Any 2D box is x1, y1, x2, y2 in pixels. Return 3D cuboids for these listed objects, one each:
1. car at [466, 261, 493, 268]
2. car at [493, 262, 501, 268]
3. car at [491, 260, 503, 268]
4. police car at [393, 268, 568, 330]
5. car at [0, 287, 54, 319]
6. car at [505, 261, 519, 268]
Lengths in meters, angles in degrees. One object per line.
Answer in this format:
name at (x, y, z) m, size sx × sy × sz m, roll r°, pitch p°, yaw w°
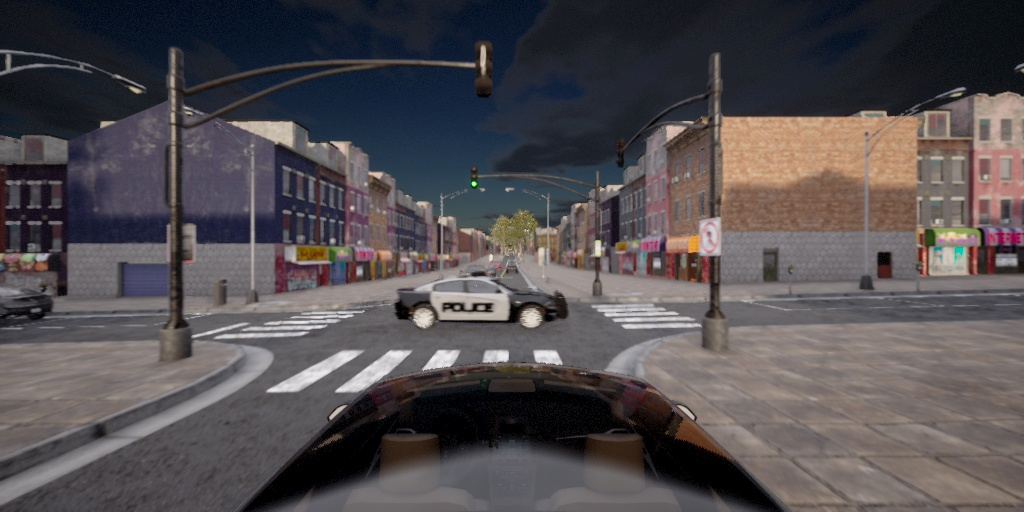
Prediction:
car at (-2.844, 1.468, 27.613) m, size 2.097 × 1.767 × 4.553 m, roll 0°, pitch -1°, yaw 0°
car at (-2.835, 1.794, 43.671) m, size 2.128 × 1.511 × 4.902 m, roll 0°, pitch 0°, yaw 0°
car at (-2.745, 1.610, 60.148) m, size 2.150 × 2.045 × 5.566 m, roll 0°, pitch -1°, yaw 0°
police car at (-0.954, 1.295, 11.096) m, size 5.238 × 1.638 × 1.930 m, roll 0°, pitch -1°, yaw 0°
car at (-20.359, 1.894, 13.721) m, size 4.403 × 1.370 × 2.007 m, roll 0°, pitch 0°, yaw 0°
car at (0.005, 1.929, 55.170) m, size 1.837 × 1.490 × 4.892 m, roll 0°, pitch -1°, yaw 0°
